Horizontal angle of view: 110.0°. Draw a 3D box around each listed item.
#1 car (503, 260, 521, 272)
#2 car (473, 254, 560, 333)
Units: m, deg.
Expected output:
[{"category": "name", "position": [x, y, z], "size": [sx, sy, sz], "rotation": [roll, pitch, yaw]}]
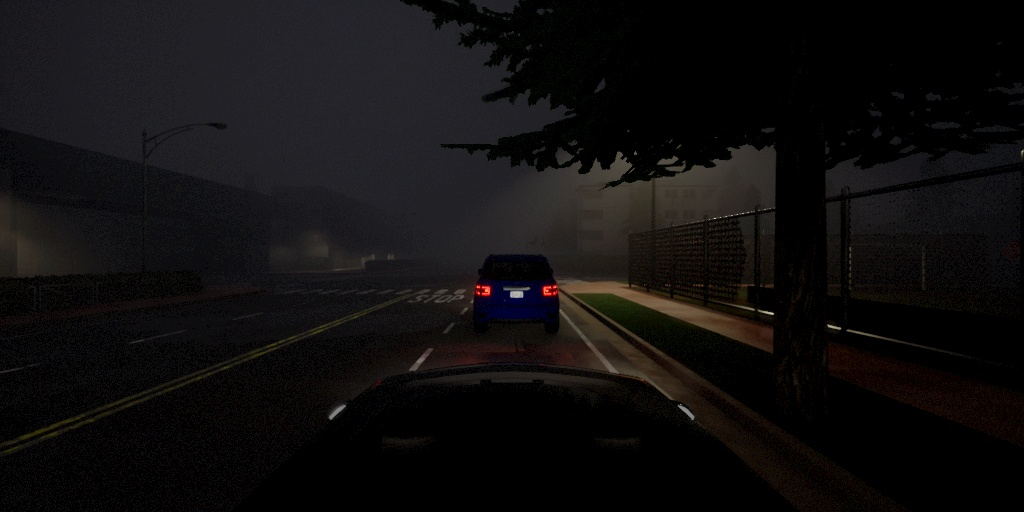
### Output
[{"category": "car", "position": [0.013, 1.230, 45.716], "size": [2.128, 1.511, 4.902], "rotation": [0, 0, 0]}, {"category": "car", "position": [0.113, 0.969, 10.856], "size": [2.150, 2.045, 5.566], "rotation": [0, 0, 0]}]
